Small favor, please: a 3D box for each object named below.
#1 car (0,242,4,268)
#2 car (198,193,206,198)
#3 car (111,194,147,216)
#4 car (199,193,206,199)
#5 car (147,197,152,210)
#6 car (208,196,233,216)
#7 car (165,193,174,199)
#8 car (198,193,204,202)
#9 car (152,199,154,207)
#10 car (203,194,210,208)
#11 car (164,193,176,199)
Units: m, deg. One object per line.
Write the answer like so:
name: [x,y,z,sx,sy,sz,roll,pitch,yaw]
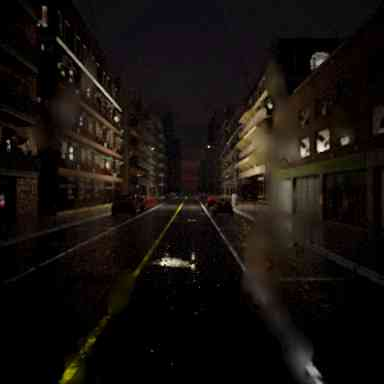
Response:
car: [-5.691,1.533,7.038,1.802,1.307,4.206,0,0,0]
car: [2.673,0.918,91.577,1.947,1.339,4.313,0,0,0]
car: [-5.694,1.109,29.581,2.192,1.841,5.009,0,0,0]
car: [2.675,0.917,86.110,1.752,1.417,4.829,0,0,0]
car: [-5.696,1.194,35.217,1.967,1.590,4.097,0,0,0]
car: [2.685,1.318,29.750,1.752,1.417,4.829,0,0,0]
car: [-5.707,0.944,85.943,2.008,1.369,4.403,0,0,0]
car: [2.679,1.105,63.396,2.008,1.369,4.403,0,0,0]
car: [-5.697,1.259,40.855,1.887,1.381,4.507,0,0,0]
car: [2.683,1.259,40.852,1.887,1.381,4.507,0,0,0]
car: [-5.705,0.984,80.307,2.008,1.369,4.403,0,0,0]
